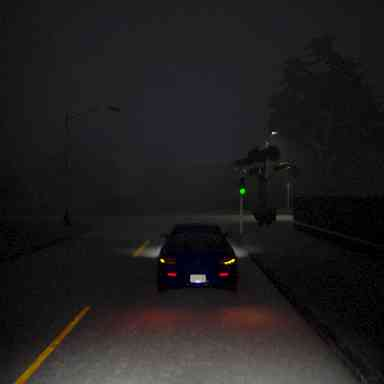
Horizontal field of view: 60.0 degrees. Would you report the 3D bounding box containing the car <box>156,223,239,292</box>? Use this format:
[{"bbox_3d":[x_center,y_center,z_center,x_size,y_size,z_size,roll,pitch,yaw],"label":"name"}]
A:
[{"bbox_3d":[0.119,1.541,8.866,1.812,1.442,4.674,0,0,0],"label":"car"}]
